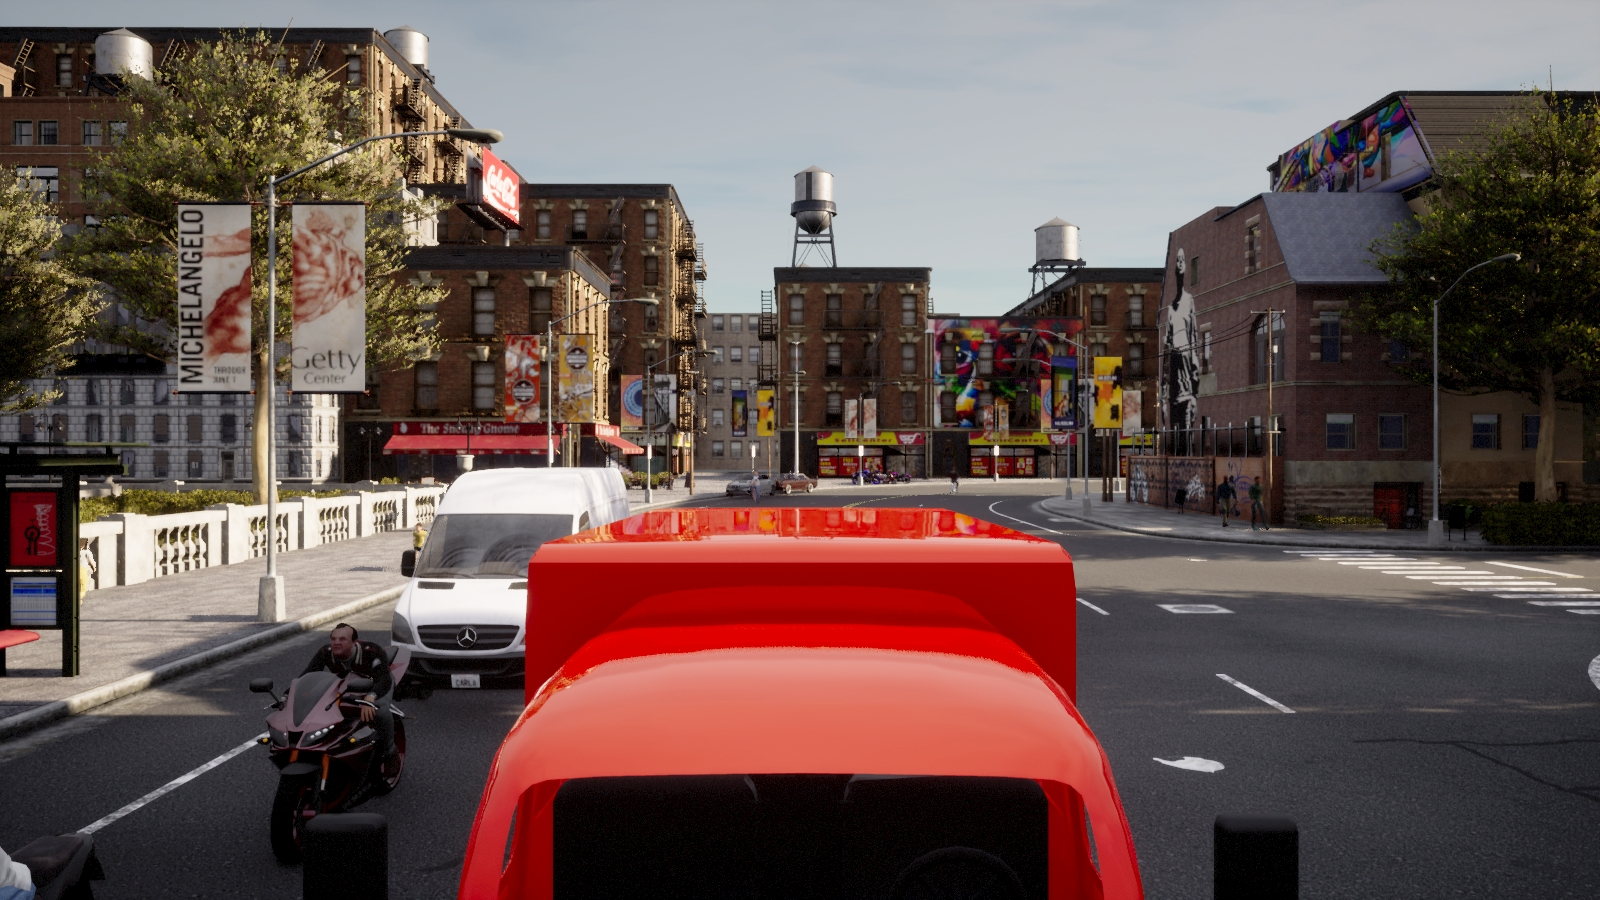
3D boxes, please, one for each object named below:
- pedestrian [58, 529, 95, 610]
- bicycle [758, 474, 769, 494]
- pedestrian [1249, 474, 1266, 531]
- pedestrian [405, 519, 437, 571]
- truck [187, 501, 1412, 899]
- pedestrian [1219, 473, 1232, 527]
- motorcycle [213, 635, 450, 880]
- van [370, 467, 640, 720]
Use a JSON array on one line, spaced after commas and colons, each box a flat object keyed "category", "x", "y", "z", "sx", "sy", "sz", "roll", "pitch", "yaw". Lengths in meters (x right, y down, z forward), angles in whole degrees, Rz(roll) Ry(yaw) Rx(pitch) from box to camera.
[{"category": "pedestrian", "x": -12.028, "y": 1.985, "z": 19.000, "sx": 0.375, "sy": 1.300, "sz": 0.375, "roll": 0, "pitch": 0, "yaw": -4}, {"category": "bicycle", "x": -2.408, "y": 2.232, "z": 75.239, "sx": 0.373, "sy": 1.196, "sz": 1.643, "roll": 1, "pitch": 0, "yaw": 9}, {"category": "pedestrian", "x": 14.977, "y": 1.709, "z": 37.401, "sx": 0.375, "sy": 1.860, "sz": 0.375, "roll": 0, "pitch": 0, "yaw": -9}, {"category": "pedestrian", "x": -8.332, "y": 2.085, "z": 25.116, "sx": 0.500, "sy": 1.100, "sz": 0.500, "roll": 0, "pitch": 0, "yaw": 4}, {"category": "truck", "x": -0.001, "y": 1.571, "z": 5.050, "sx": 2.627, "sy": 2.467, "sz": 5.204, "roll": 0, "pitch": 0, "yaw": 0}, {"category": "pedestrian", "x": 14.596, "y": 1.710, "z": 39.209, "sx": 0.375, "sy": 1.860, "sz": 0.375, "roll": 0, "pitch": 0, "yaw": 13}, {"category": "motorcycle", "x": -3.430, "y": 2.209, "z": 8.644, "sx": 0.867, "sy": 1.251, "sz": 2.209, "roll": 0, "pitch": 0, "yaw": 1}, {"category": "van", "x": -3.490, "y": 1.540, "z": 14.872, "sx": 1.988, "sy": 2.561, "sz": 5.915, "roll": 0, "pitch": 0, "yaw": 0}]
